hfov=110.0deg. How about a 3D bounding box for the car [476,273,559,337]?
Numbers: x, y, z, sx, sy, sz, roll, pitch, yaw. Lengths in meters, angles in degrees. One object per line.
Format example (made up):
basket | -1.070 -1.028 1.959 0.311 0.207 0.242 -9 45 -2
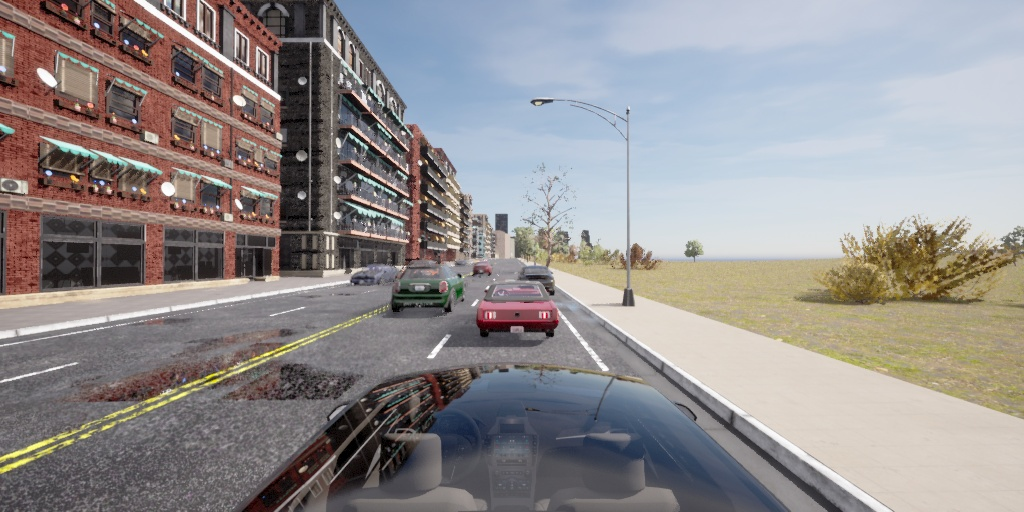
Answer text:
car | 0.136 1.352 10.224 1.895 1.301 4.718 0 0 0

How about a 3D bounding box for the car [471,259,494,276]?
car | -2.994 1.277 37.202 1.812 1.442 4.674 0 0 0

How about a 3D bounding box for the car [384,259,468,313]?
car | -3.094 1.104 14.134 2.097 1.767 4.553 0 0 0

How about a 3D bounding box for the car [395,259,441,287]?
car | -6.495 1.104 25.360 2.097 1.767 4.553 0 0 0

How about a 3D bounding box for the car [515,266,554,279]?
car | 1.215 1.257 19.424 1.837 1.490 4.892 0 0 0

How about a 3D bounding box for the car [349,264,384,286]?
car | -9.742 1.300 25.988 2.033 1.411 5.357 0 0 0
